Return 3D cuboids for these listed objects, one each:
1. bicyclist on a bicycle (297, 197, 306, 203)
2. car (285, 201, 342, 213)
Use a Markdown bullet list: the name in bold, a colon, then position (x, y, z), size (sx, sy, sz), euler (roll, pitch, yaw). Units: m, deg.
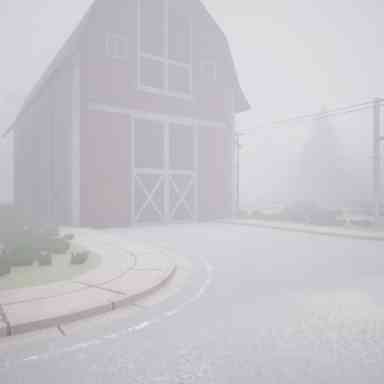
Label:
- **bicyclist on a bicycle**: position (13.338, 1.322, 40.263), size (1.656, 1.620, 0.582), euler (46, -25, -24)
- **car**: position (11.011, 1.574, 30.640), size (2.033, 1.411, 5.357), euler (0, 0, -35)
